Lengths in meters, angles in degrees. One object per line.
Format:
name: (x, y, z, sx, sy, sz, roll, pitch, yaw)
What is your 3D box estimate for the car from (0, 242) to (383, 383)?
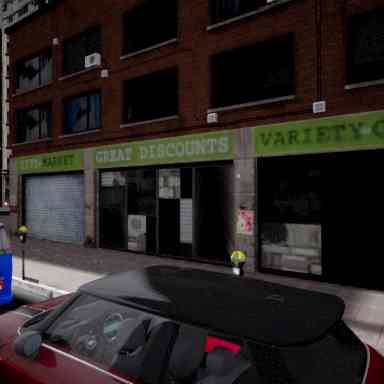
car: (-0.453, 1.440, 3.050, 4.097, 1.590, 1.967, 0, 0, 36)

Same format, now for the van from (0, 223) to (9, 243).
van: (-5.084, 1.343, 6.357, 3.998, 1.788, 1.690, 0, 0, 36)
